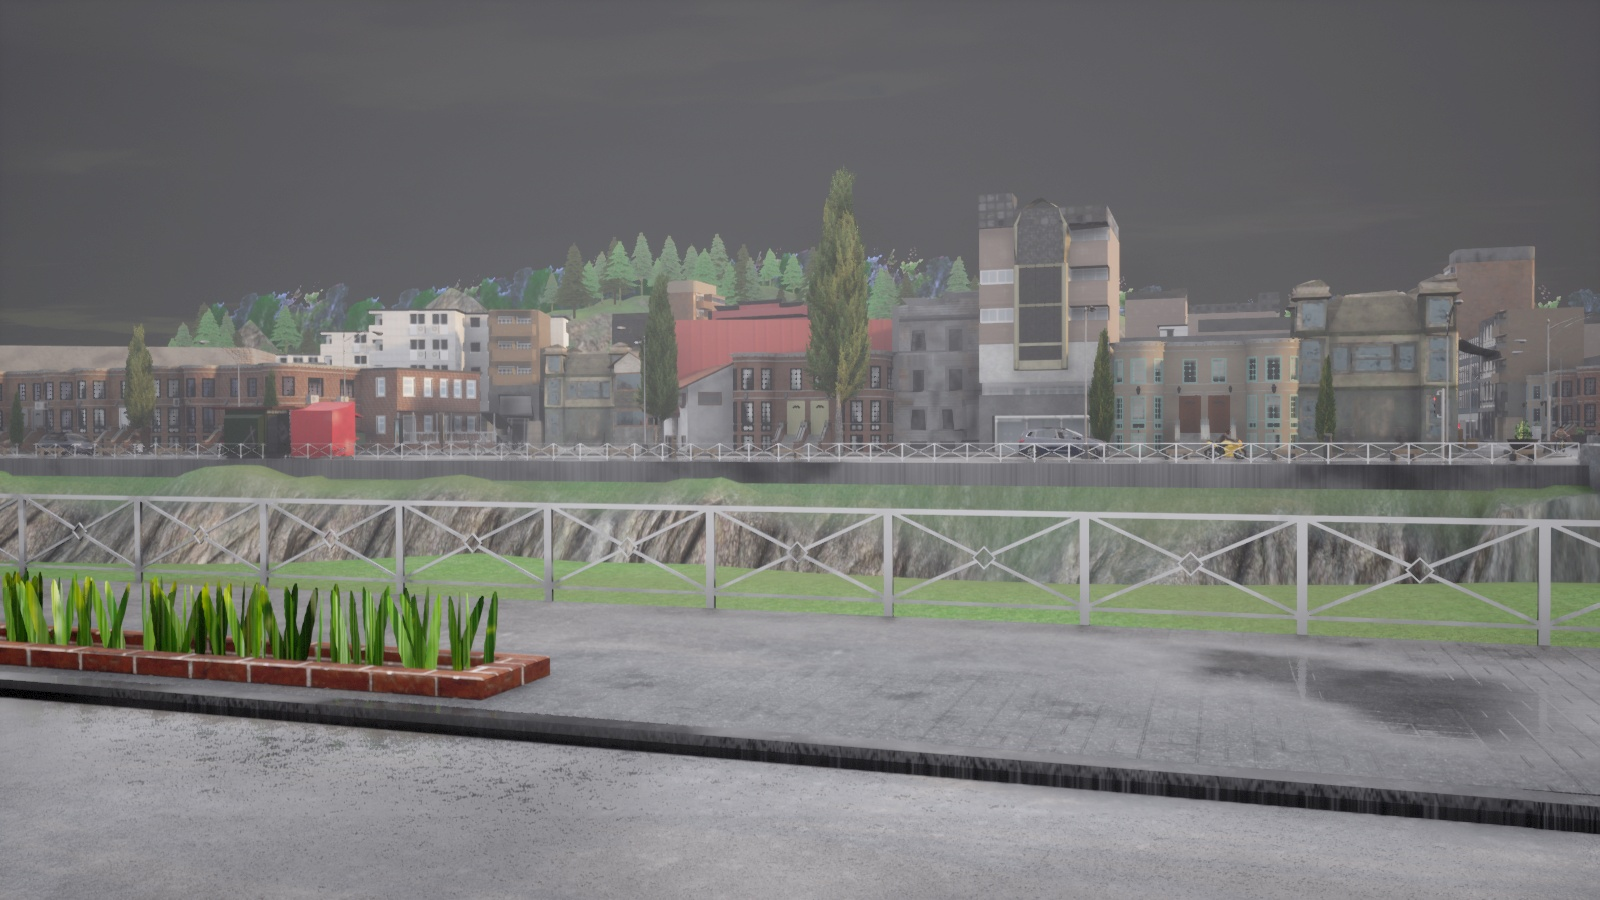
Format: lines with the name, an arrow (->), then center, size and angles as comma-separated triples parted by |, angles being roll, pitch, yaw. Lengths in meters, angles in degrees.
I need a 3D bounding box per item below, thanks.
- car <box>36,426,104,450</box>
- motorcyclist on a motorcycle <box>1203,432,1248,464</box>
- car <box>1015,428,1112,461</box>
car -> -49.737, -0.816, 85.553 | 3.988, 1.617, 1.851 | 1, 1, 19
motorcyclist on a motorcycle -> 20.933, -0.102, 61.794 | 2.044, 1.523, 0.797 | 1, 1, 19
car -> 13.497, -0.306, 64.294 | 4.611, 1.667, 2.242 | 1, 1, 19
